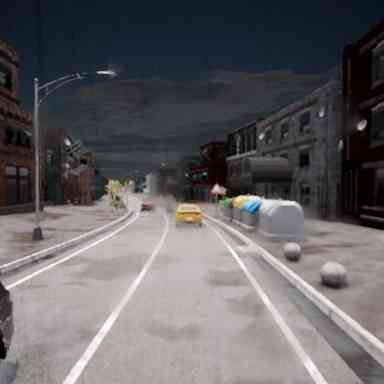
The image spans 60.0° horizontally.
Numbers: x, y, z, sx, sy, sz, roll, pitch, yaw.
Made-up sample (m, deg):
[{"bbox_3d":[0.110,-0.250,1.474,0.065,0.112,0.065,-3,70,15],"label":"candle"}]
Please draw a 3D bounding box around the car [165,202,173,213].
[{"bbox_3d":[-2.311,1.943,42.628,1.994,1.385,4.181,0,-1,-8],"label":"car"}]

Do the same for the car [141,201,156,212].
[{"bbox_3d":[-6.057,1.936,45.894,1.882,1.535,5.008,0,-1,-10],"label":"car"}]

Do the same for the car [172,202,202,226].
[{"bbox_3d":[-0.333,1.681,25.074,1.882,1.535,5.008,0,-1,-4],"label":"car"}]

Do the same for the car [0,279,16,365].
[{"bbox_3d":[-3.098,1.491,2.098,2.128,1.511,4.902,0,0,1],"label":"car"}]
